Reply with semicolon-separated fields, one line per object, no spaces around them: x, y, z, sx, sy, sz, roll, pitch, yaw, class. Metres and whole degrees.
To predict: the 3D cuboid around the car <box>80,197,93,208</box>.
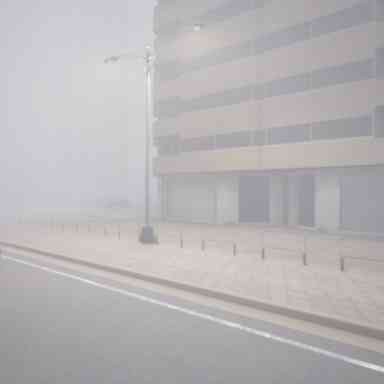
-13.999;1.492;48.906;2.128;1.511;4.902;0;0;39;car

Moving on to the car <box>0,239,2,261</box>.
-7.384;1.496;10.046;4.674;1.442;1.812;0;0;40;car

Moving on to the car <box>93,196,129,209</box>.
-11.093;1.366;46.935;2.097;1.767;4.553;0;0;39;car
